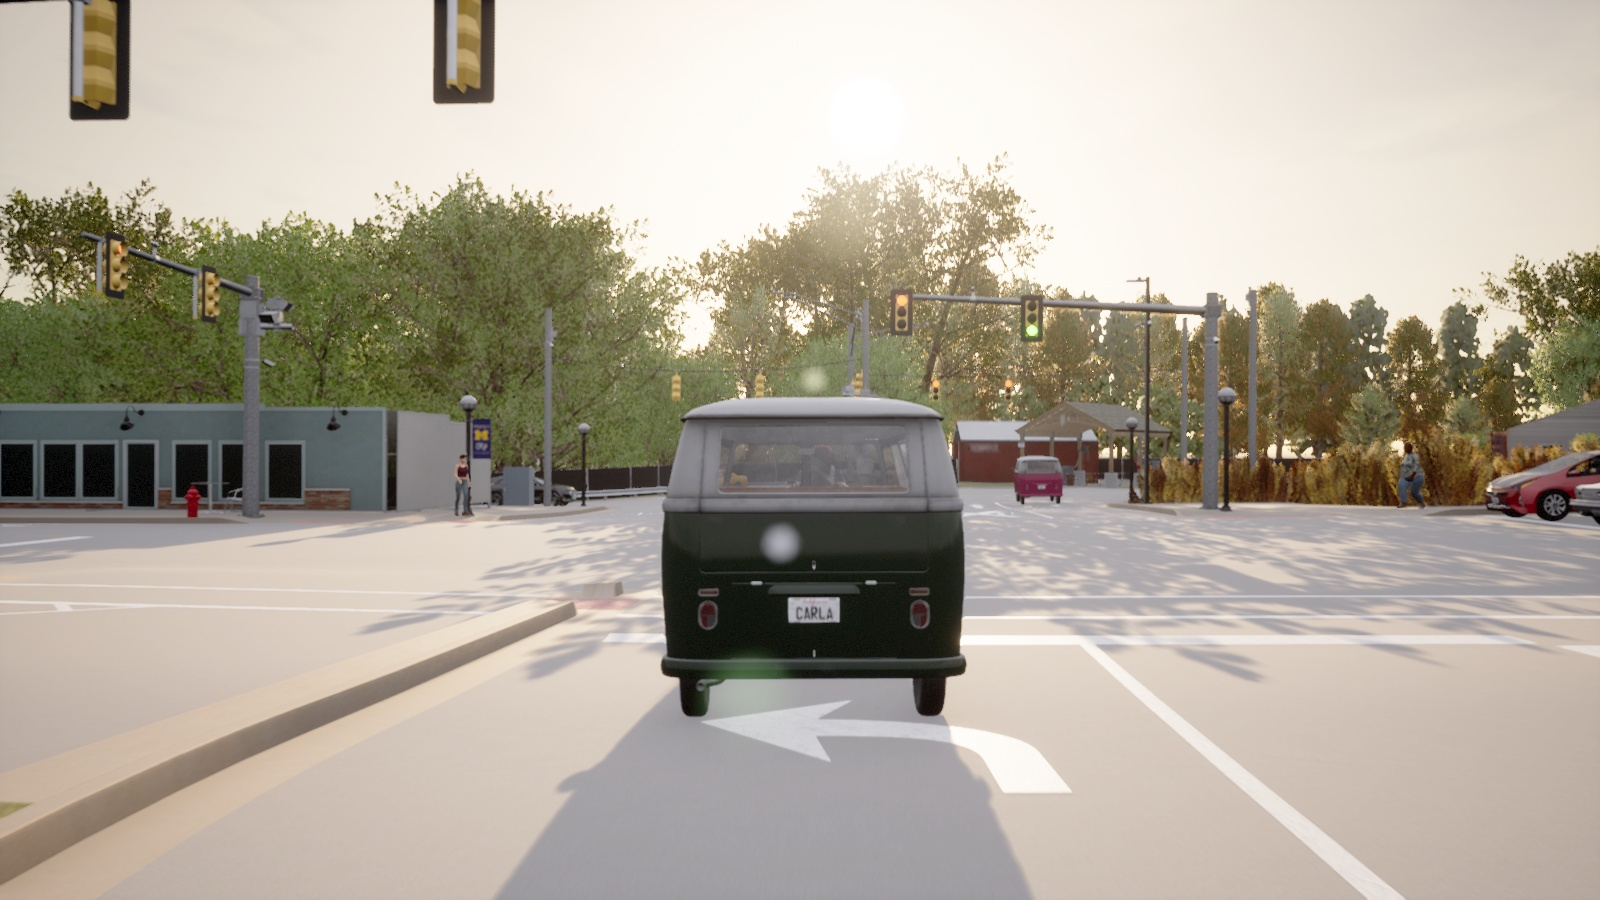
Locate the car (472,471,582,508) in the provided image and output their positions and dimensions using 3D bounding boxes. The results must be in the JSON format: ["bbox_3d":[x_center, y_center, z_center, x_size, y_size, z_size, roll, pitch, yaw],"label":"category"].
[{"bbox_3d":[-13.426,1.919,61.859,4.856,1.649,2.033,-1,0,8],"label":"car"}]

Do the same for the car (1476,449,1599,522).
[{"bbox_3d":[18.020,0.751,28.251,4.514,1.525,2.007,-1,0,4],"label":"car"}]

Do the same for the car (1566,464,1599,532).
[{"bbox_3d":[17.969,0.895,24.577,4.718,1.301,1.895,-1,0,4],"label":"car"}]

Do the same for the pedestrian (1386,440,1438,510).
[{"bbox_3d":[16.559,0.675,33.984,0.900,1.855,0.874,1,0,-16],"label":"pedestrian"}]

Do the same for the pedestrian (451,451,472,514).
[{"bbox_3d":[-10.024,0.963,37.193,0.345,1.836,0.594,1,0,-40],"label":"pedestrian"}]

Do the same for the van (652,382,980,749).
[{"bbox_3d":[0.074,0.676,9.029,1.775,1.987,4.442,0,-1,0],"label":"van"}]

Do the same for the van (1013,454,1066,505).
[{"bbox_3d":[10.083,1.214,53.156,1.775,1.987,4.442,-1,0,6],"label":"van"}]
